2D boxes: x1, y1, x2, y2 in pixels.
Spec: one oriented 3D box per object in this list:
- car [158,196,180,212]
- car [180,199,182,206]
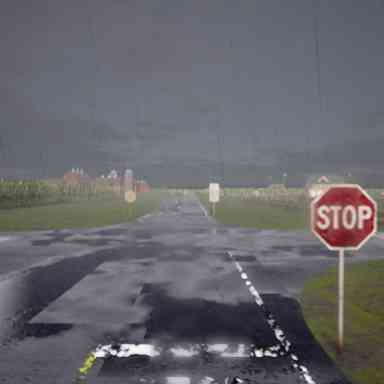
[{"bbox_3d":[-2.689,1.509,37.538,1.837,1.490,4.892,0,0,0],"label":"car"},{"bbox_3d":[-2.666,1.434,51.870,2.128,1.511,4.902,0,0,0],"label":"car"}]
